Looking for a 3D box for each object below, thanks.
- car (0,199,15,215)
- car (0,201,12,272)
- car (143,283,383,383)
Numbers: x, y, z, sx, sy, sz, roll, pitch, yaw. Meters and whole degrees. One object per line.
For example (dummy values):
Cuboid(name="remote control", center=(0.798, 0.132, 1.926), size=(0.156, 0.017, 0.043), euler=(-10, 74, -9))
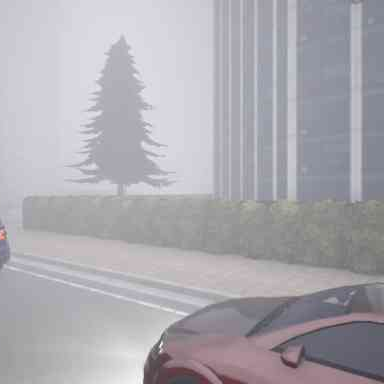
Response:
Cuboid(name="car", center=(-20.587, 1.546, 32.979), size=(2.128, 1.511, 4.902), euler=(0, 0, 35))
Cuboid(name="car", center=(-7.179, 1.221, 9.072), size=(5.566, 2.045, 2.150), euler=(0, 0, 35))
Cuboid(name="car", center=(1.565, 1.562, 2.875), size=(4.181, 1.385, 1.994), euler=(0, 0, 36))
